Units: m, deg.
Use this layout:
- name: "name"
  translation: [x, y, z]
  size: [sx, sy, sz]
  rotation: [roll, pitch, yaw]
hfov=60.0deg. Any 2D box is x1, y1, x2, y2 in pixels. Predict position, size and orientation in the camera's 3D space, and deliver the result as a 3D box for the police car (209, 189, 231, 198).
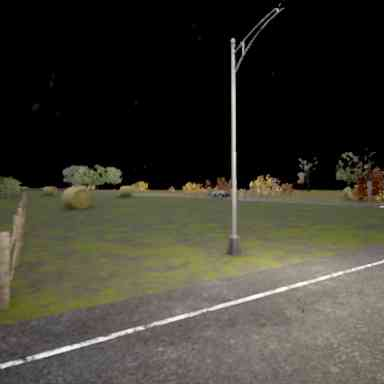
- name: "police car"
  translation: [5.203, 0.327, 61.790]
  size: [1.930, 1.638, 5.238]
  rotation: [1, 1, -32]
